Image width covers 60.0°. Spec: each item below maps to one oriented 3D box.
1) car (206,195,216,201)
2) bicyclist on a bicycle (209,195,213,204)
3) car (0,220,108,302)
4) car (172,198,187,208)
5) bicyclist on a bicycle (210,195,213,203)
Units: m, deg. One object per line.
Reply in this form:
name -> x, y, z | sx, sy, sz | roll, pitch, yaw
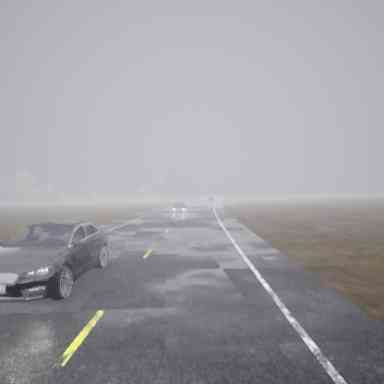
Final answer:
car -> 4.940, 1.637, 89.976 | 1.882, 1.535, 5.008 | 0, 0, 6
bicyclist on a bicycle -> 3.509, 1.655, 64.134 | 0.582, 1.620, 1.656 | 0, -1, 5
car -> -3.530, 1.520, 8.502 | 2.128, 1.511, 4.902 | 0, 0, 1
car -> -1.898, 1.693, 51.556 | 1.812, 1.442, 4.674 | 0, 0, 4
bicyclist on a bicycle -> 4.233, 1.596, 72.813 | 0.659, 1.776, 1.843 | 0, 0, 5
